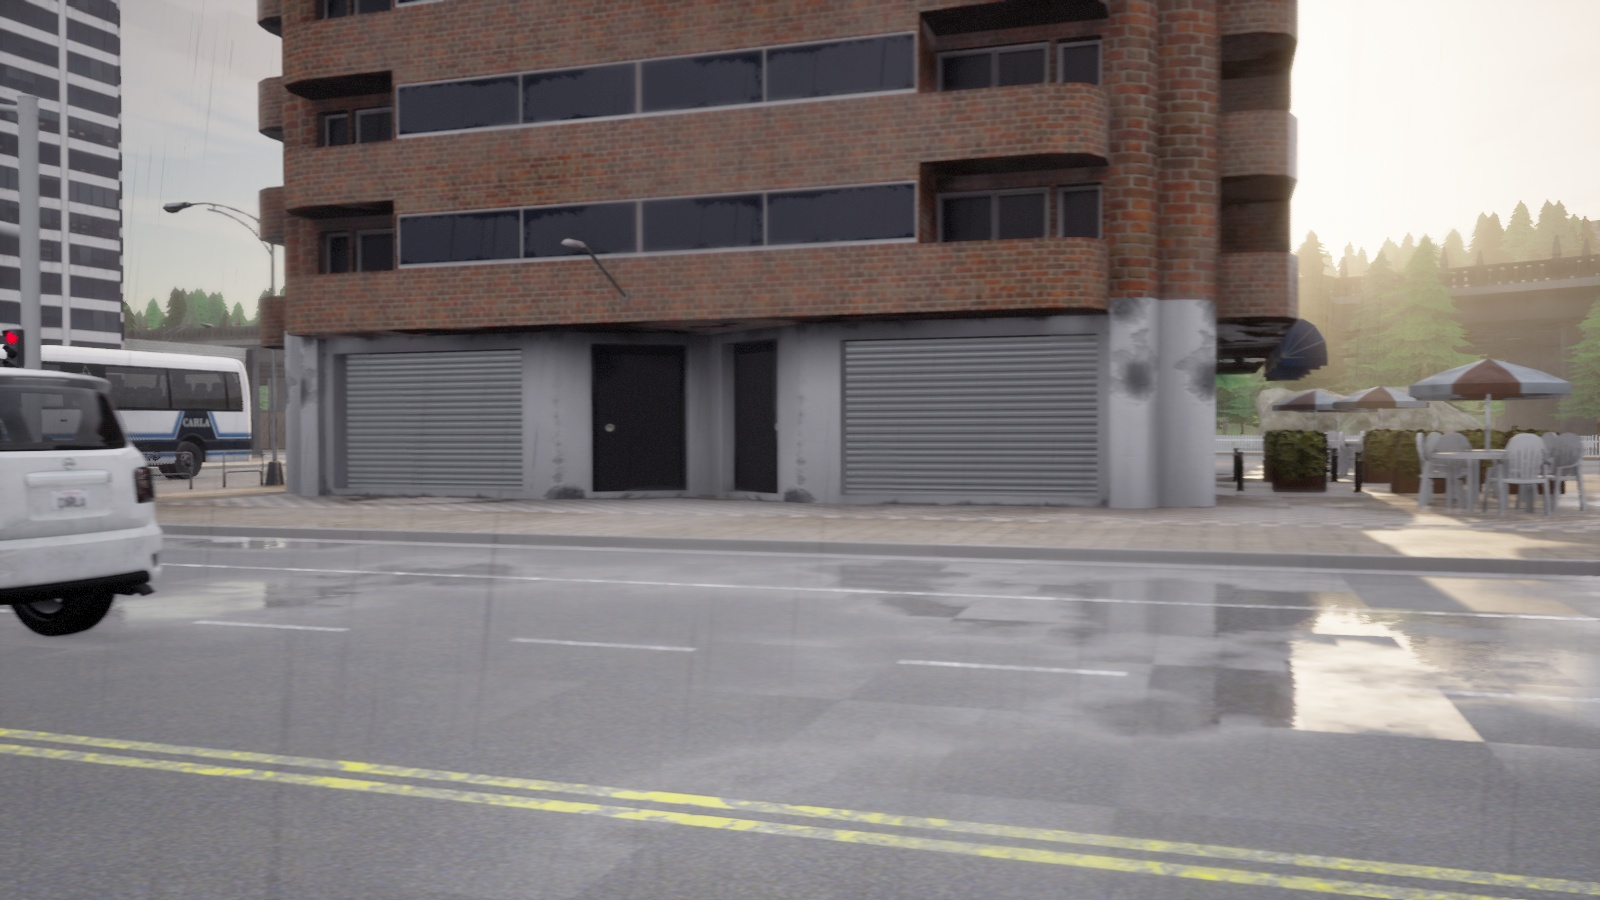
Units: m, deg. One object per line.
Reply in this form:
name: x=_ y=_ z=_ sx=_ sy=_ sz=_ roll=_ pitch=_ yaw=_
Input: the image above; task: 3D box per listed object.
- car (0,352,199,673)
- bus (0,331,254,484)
car: x=-7.555 y=0.370 z=9.424 sx=5.566 sy=2.045 sz=2.150 roll=1 pitch=1 yaw=19
bus: x=-22.668 y=-1.260 z=39.867 sx=3.944 sy=4.253 sz=10.273 roll=0 pitch=1 yaw=18
